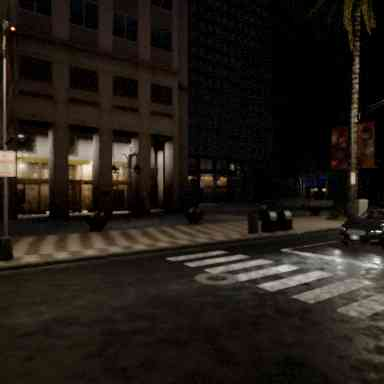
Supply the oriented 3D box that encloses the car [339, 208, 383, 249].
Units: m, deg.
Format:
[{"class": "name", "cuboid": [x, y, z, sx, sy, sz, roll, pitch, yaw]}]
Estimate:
[{"class": "car", "cuboid": [8.226, 1.470, 14.163, 4.902, 1.511, 2.128, 0, 0, -36]}]
